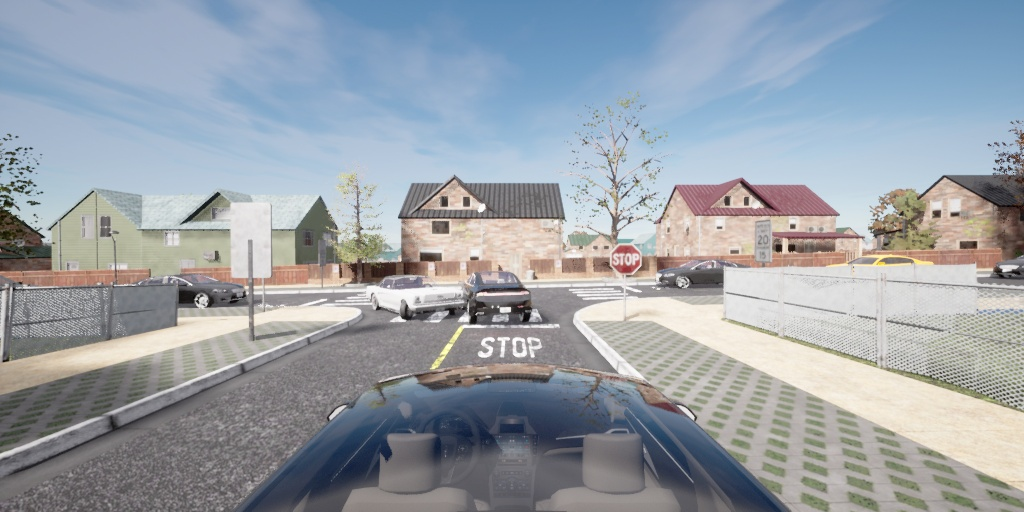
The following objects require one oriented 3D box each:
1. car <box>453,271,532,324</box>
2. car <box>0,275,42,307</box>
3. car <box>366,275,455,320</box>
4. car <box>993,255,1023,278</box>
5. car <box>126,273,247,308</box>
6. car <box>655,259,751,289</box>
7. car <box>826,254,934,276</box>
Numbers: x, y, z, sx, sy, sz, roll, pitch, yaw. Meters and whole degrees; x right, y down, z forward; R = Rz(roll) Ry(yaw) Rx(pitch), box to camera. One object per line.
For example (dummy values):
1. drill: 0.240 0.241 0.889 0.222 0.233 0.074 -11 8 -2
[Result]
1. car: -0.685 1.241 12.028 2.128 1.511 4.902 0 0 -12
2. car: -24.239 1.646 16.342 4.553 1.767 2.097 -1 1 0
3. car: -3.602 1.367 12.887 1.895 1.301 4.718 0 0 -38
4. car: 29.385 0.476 19.510 4.902 1.511 2.128 -1 1 0
5. car: -14.902 1.565 16.382 4.902 1.511 2.128 -1 1 0
6. car: 10.331 0.924 19.437 4.902 1.511 2.128 -1 1 0
7. car: 19.761 0.689 19.474 5.008 1.535 1.882 -1 1 -1
